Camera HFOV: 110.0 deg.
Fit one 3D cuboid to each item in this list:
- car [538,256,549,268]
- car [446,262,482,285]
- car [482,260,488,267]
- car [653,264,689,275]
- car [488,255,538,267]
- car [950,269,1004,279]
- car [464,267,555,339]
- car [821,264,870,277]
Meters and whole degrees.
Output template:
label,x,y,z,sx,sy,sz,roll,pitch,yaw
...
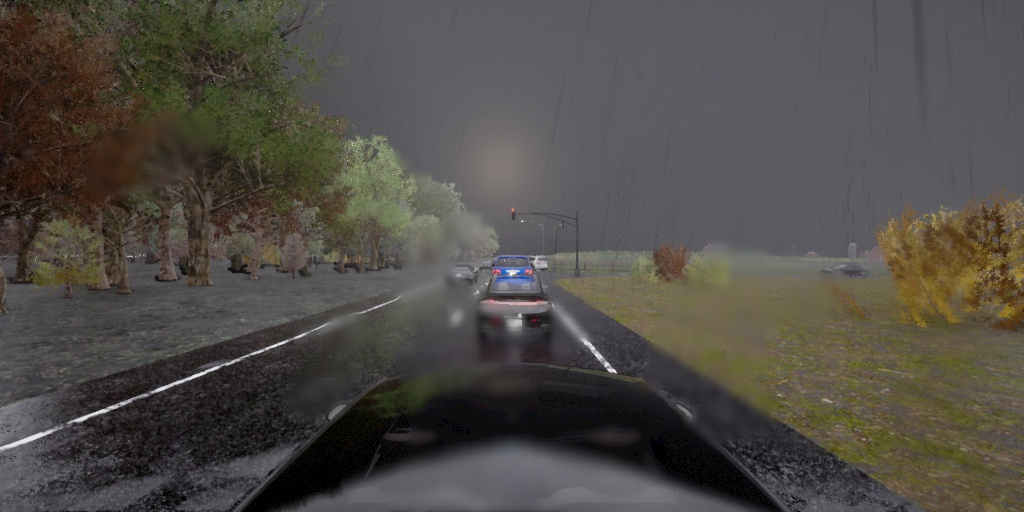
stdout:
label,x,y,z,sx,sy,sz,roll,pitch,yaw
car,2.448,1.006,48.422,2.150,2.045,5.566,-1,2,-41
car,-3.484,1.317,25.816,1.994,1.385,4.181,0,0,-1
car,-3.581,1.298,51.648,2.033,1.411,5.357,0,0,0
car,19.196,1.539,43.324,4.674,1.442,1.812,1,-1,0
car,0.037,0.974,20.045,2.150,2.045,5.566,0,0,0
car,51.211,1.829,39.662,4.674,1.442,1.812,1,-1,1
car,0.074,1.243,10.128,2.128,1.511,4.902,0,0,0
car,40.258,1.749,43.293,4.892,1.490,1.837,1,-1,0
